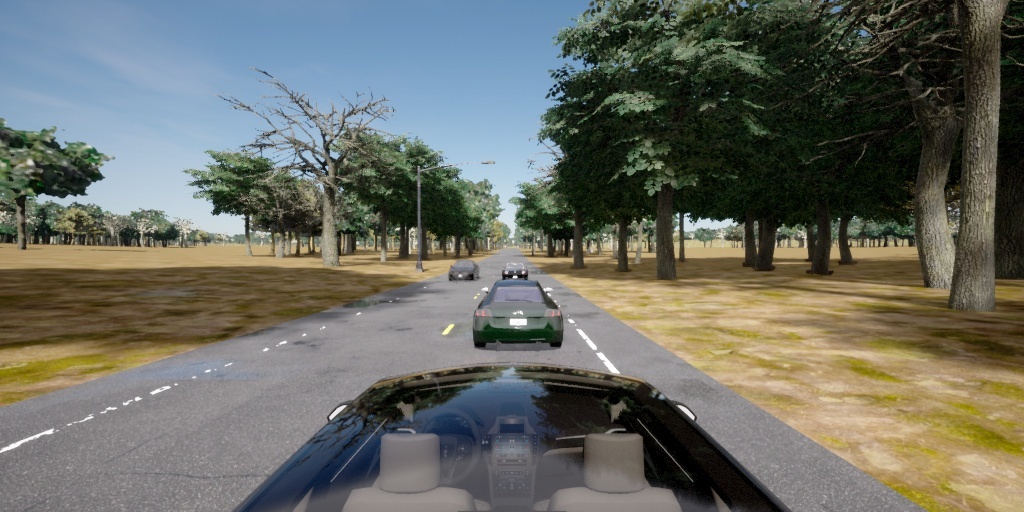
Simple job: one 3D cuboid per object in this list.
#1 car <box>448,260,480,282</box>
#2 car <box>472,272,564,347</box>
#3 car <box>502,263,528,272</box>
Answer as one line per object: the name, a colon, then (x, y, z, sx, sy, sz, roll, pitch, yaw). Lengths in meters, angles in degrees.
car: (-3.477, 1.041, 26.699, 1.882, 1.535, 5.008, 0, 1, 0)
car: (0.135, 1.293, 9.248, 1.994, 1.385, 4.181, 0, 0, 0)
car: (0.225, 1.159, 27.173, 1.895, 1.301, 4.718, 0, 1, 0)
